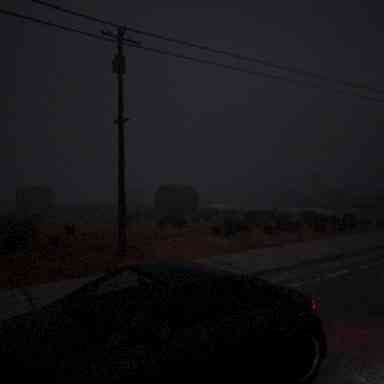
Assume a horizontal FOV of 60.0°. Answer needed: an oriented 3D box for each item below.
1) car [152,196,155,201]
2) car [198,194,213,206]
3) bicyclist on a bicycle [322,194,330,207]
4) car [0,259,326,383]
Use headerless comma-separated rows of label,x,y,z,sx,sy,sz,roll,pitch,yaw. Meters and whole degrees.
car,-6.303,1.132,66.073,1.994,1.385,4.181,-1,0,-33
car,1.064,1.099,47.874,1.882,1.535,5.008,-1,0,-32
bicyclist on a bicycle,15.504,1.003,38.432,1.656,1.620,0.582,-1,1,-33
car,-0.416,1.543,3.678,4.181,1.385,1.994,-1,1,-35
